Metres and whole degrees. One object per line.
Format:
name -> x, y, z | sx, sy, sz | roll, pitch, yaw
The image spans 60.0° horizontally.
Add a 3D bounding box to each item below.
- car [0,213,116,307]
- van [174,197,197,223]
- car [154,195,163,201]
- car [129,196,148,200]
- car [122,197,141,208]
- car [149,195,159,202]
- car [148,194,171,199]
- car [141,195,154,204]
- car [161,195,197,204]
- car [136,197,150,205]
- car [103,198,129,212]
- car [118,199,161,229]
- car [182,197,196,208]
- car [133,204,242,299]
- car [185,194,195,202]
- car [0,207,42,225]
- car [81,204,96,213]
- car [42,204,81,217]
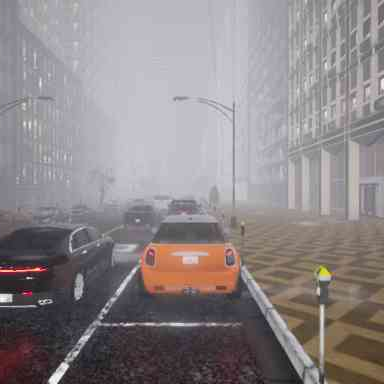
car -> -3.145, 1.504, 7.969 | 1.837, 1.490, 4.892 | 0, 0, 0
van -> -0.465, 1.336, 26.356 | 1.690, 1.788, 3.998 | -1, 0, 0
car -> -8.844, 1.545, 88.876 | 1.947, 1.339, 4.313 | -1, 0, 0
car -> -6.216, 1.499, 38.932 | 1.837, 1.490, 4.892 | 0, -1, 0
car -> -8.843, 1.541, 49.090 | 2.008, 1.369, 4.403 | -1, 0, 0
car -> -8.843, 1.508, 77.339 | 1.752, 1.417, 4.829 | -1, 0, 0
car -> -3.080, 1.217, 36.490 | 2.150, 2.045, 5.566 | 0, 0, 0
car -> -8.845, 1.426, 66.141 | 1.967, 1.590, 4.097 | -1, 0, 0
car -> -0.465, 1.311, 20.672 | 2.192, 1.841, 5.009 | -1, 0, 0
car -> -8.843, 1.570, 60.458 | 1.802, 1.307, 4.206 | -1, 0, 0
car -> -8.844, 1.544, 37.723 | 2.008, 1.369, 4.403 | -1, 0, 0
car -> -3.081, 1.474, 21.412 | 1.882, 1.535, 5.008 | 0, 0, 0
car -> -0.463, 1.541, 49.090 | 2.008, 1.369, 4.403 | -1, 0, 0
car -> -0.033, 1.351, 8.621 | 2.097, 1.767, 4.553 | 0, 0, 0
car -> -0.465, 1.298, 77.509 | 2.192, 1.841, 5.009 | -1, 0, 0
car -> -8.843, 1.542, 14.989 | 1.887, 1.381, 4.507 | -1, 0, 0
car -> -8.843, 1.577, 26.356 | 1.802, 1.307, 4.206 | -1, 0, 0
car -> -8.844, 1.547, 20.672 | 2.008, 1.369, 4.403 | -1, 0, 0
